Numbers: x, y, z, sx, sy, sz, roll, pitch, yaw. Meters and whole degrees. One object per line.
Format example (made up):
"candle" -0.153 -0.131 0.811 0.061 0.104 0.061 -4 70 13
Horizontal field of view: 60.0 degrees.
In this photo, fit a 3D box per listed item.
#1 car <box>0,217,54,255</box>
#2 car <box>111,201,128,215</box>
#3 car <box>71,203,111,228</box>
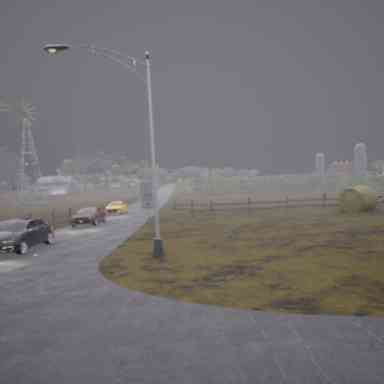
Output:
"car" -8.089 1.983 15.542 1.837 1.490 4.892 -3 -1 -2
"car" -8.835 1.834 39.087 1.882 1.535 5.008 -3 1 -2
"car" -8.475 1.952 27.624 1.882 1.535 5.008 -3 0 -2
